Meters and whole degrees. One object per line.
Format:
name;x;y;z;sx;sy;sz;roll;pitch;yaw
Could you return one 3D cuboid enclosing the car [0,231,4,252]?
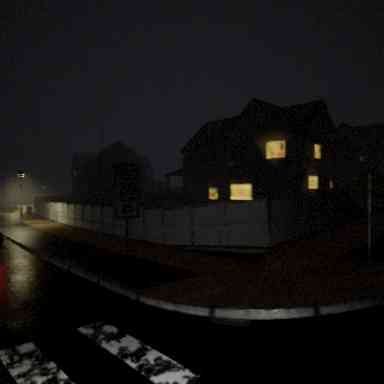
car;-9.232;1.790;13.905;1.895;1.301;4.718;-1;0;-37
